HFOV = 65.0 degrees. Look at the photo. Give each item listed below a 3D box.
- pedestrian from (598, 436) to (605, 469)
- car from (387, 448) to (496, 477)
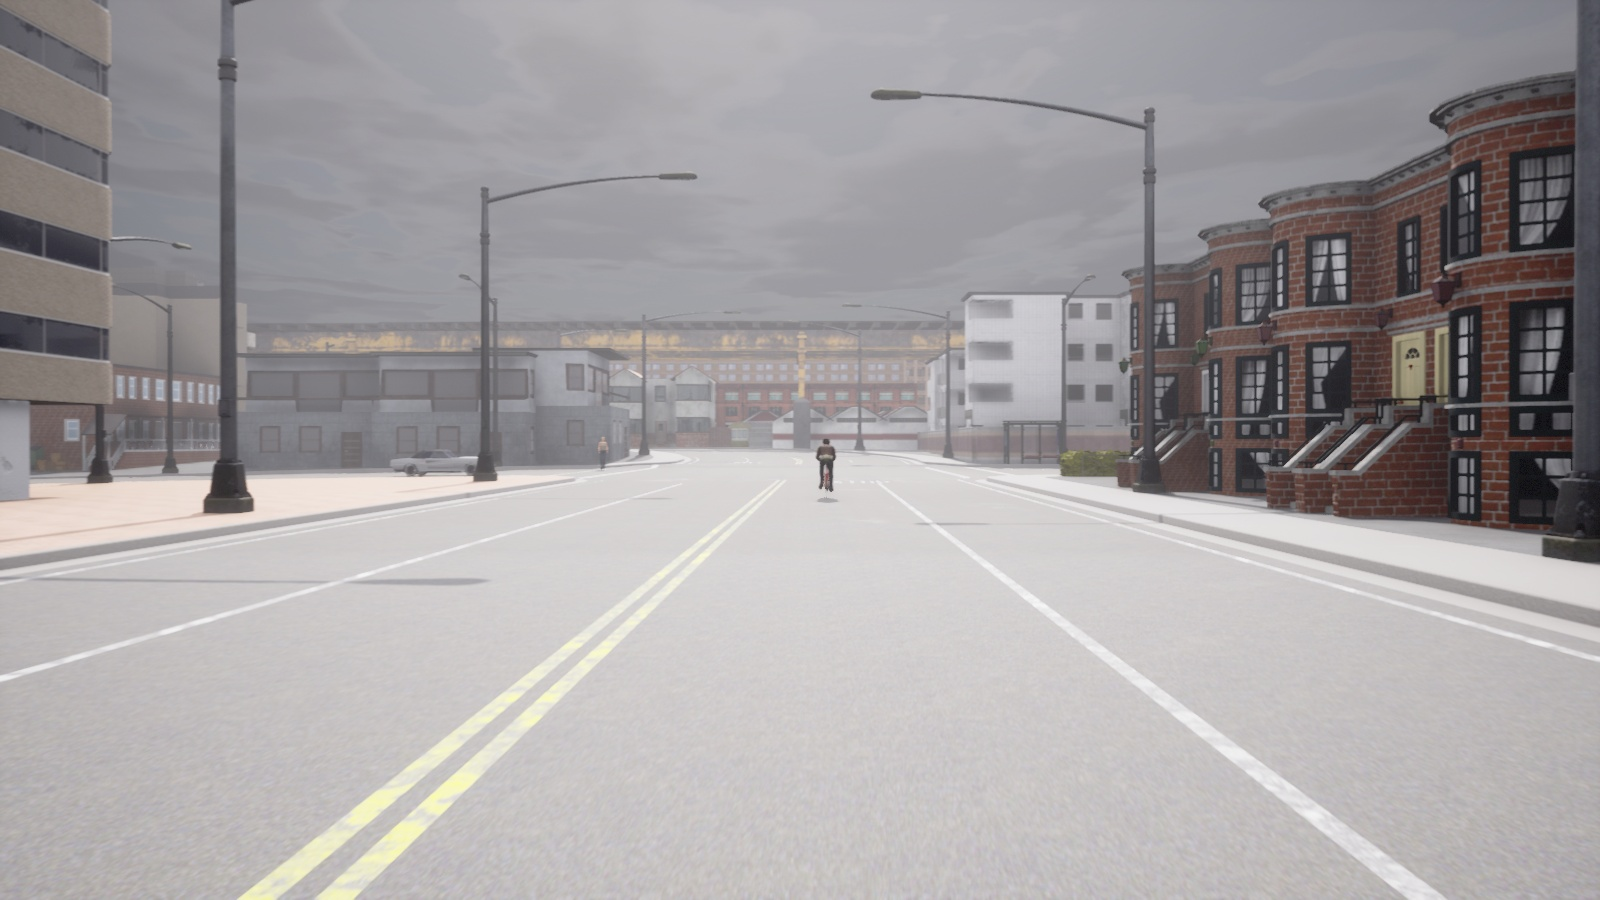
[{"bbox_3d":[-11.066,0.126,70.133,0.345,1.836,0.594,0,0,-4],"label":"pedestrian"},{"bbox_3d":[-17.408,0.595,61.101,4.718,1.301,1.895,-1,0,0],"label":"car"}]
